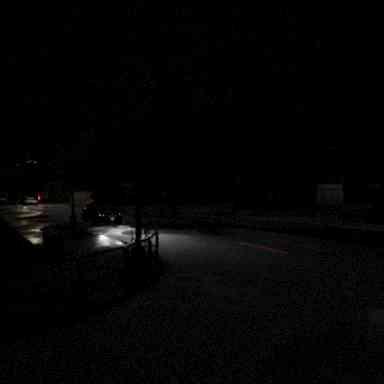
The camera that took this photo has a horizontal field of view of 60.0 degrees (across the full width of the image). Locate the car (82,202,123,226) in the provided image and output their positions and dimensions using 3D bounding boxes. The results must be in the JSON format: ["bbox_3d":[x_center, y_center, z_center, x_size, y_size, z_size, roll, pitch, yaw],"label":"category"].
[{"bbox_3d":[-6.560,1.521,24.051,2.128,1.511,4.902,-1,0,-33],"label":"car"}]

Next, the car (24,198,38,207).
[{"bbox_3d":[-27.629,1.722,56.957,1.812,1.442,4.674,-1,0,-32],"label":"car"}]
